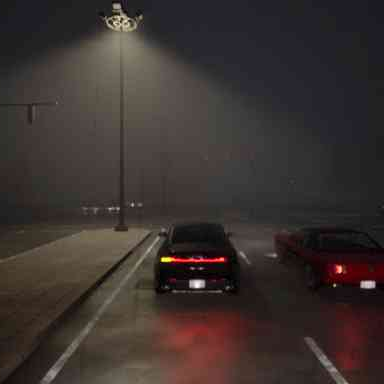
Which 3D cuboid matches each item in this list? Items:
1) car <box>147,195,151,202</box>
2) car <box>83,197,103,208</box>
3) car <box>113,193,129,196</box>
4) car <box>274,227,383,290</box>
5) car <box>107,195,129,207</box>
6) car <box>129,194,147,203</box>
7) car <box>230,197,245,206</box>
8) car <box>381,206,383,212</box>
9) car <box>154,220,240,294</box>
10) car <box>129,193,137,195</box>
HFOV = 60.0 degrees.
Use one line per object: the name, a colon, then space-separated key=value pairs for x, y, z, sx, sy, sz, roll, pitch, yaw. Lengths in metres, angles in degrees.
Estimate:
car: x=-10.994 y=1.522 z=79.964 sx=1.837 sy=1.490 sz=4.892 roll=0 pitch=0 yaw=0
car: x=-14.774 y=1.540 z=49.929 sx=1.812 sy=1.442 sz=4.674 roll=0 pitch=0 yaw=0
car: x=-14.608 y=1.237 z=65.480 sx=2.150 sy=2.045 sz=5.566 roll=0 pitch=0 yaw=1
car: x=3.630 y=1.603 z=9.018 sx=1.895 sy=1.301 sz=4.718 roll=0 pitch=0 yaw=1
car: x=-11.287 y=1.578 z=49.981 sx=1.994 sy=1.385 sz=4.181 roll=0 pitch=0 yaw=1
car: x=-11.072 y=1.620 z=68.281 sx=1.895 sy=1.301 sz=4.718 roll=0 pitch=0 yaw=0
car: x=7.442 y=1.579 z=54.622 sx=1.994 sy=1.385 sz=4.181 roll=0 pitch=0 yaw=0
car: x=21.049 y=1.610 z=32.101 sx=4.718 sy=1.301 sz=1.895 roll=0 pitch=0 yaw=1
car: x=0.127 y=1.507 z=8.774 sx=1.837 sy=1.490 sz=4.892 roll=0 pitch=0 yaw=1
car: x=-14.487 y=1.247 z=80.932 sx=2.150 sy=2.045 sz=5.566 roll=0 pitch=0 yaw=1
